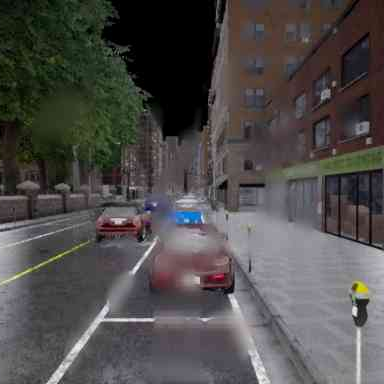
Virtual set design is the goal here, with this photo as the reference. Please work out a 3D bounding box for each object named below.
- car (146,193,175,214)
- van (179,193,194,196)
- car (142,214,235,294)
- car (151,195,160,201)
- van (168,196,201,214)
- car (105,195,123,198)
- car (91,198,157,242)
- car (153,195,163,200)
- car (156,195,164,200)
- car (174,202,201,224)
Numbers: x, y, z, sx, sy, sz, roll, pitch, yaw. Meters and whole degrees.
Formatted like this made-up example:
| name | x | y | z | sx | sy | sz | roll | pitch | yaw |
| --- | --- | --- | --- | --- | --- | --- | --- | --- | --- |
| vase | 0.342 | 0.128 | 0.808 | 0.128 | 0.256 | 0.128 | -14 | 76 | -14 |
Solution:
| name | x | y | z | sx | sy | sz | roll | pitch | yaw |
| --- | --- | --- | --- | --- | --- | --- | --- | --- | --- |
| car | -3.052 | 1.205 | 30.430 | 2.150 | 2.045 | 5.566 | 0 | 0 | 0 |
| van | -0.290 | 1.317 | 36.980 | 1.690 | 1.788 | 3.998 | 0 | 0 | 0 |
| car | 0.004 | 1.524 | 8.650 | 1.812 | 1.442 | 4.674 | 0 | 0 | 0 |
| car | -8.815 | 1.432 | 80.459 | 1.752 | 1.417 | 4.829 | 0 | 0 | 0 |
| van | -0.290 | 1.333 | 19.998 | 1.690 | 1.788 | 3.998 | 0 | 0 | 0 |
| car | -8.815 | 1.291 | 36.940 | 2.192 | 1.841 | 5.009 | 0 | 0 | 0 |
| car | -3.147 | 1.345 | 16.341 | 2.097 | 1.767 | 4.553 | 0 | 0 | 0 |
| car | -8.815 | 1.450 | 86.079 | 2.008 | 1.369 | 4.403 | 0 | 0 | 0 |
| car | -8.815 | 1.438 | 91.530 | 1.887 | 1.381 | 4.507 | 0 | 0 | 0 |
| car | -0.290 | 1.532 | 25.659 | 1.887 | 1.381 | 4.507 | 0 | 0 | 0 |
